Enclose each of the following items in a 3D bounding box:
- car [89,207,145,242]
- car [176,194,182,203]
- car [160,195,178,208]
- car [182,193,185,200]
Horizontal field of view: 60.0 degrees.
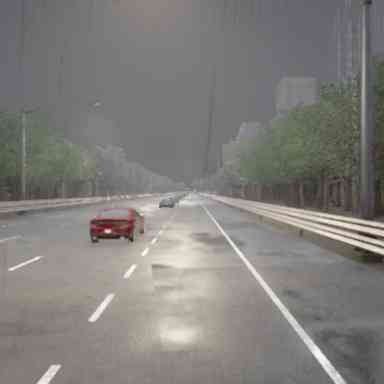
[{"bbox_3d":[-3.501,1.479,16.309,1.882,1.535,5.008,0,0,0],"label":"car"},{"bbox_3d":[-3.506,1.502,63.424,1.994,1.385,4.181,0,0,0],"label":"car"},{"bbox_3d":[-3.505,1.529,47.423,1.994,1.385,4.181,0,0,0],"label":"car"},{"bbox_3d":[-3.508,1.263,87.075,2.097,1.767,4.553,0,0,0],"label":"car"}]
